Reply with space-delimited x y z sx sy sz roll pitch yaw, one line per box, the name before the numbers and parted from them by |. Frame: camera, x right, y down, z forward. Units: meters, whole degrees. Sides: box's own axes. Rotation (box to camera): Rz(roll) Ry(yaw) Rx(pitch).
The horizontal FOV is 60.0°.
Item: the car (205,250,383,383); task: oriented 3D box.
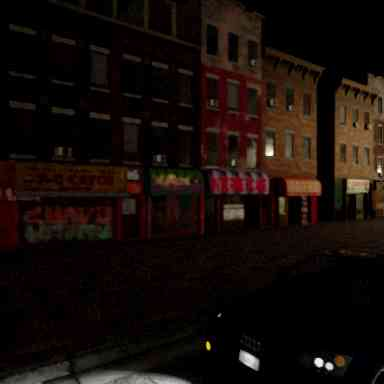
car | 2.224 1.568 4.613 4.181 1.385 1.994 0 0 -35
